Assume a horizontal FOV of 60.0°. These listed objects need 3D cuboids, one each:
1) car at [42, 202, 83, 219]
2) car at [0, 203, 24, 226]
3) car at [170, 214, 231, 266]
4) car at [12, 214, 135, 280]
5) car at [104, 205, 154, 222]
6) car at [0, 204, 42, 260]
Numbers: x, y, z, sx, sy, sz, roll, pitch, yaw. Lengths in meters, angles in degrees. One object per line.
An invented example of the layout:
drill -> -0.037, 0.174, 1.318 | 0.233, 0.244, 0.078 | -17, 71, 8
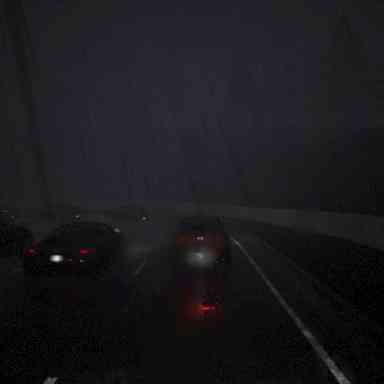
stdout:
car -> -10.756, 1.570, 26.163 | 4.892, 1.490, 1.837 | 0, -2, 28
car -> -14.813, 1.542, 23.688 | 4.902, 1.511, 2.128 | 0, -1, 14
car -> 0.294, 1.544, 11.671 | 1.837, 1.490, 4.892 | 0, 0, 1
car -> -3.236, 1.591, 10.081 | 1.994, 1.385, 4.181 | 0, 0, 2
car -> -5.119, 1.677, 26.424 | 1.895, 1.301, 4.718 | 0, 0, -44
car -> -6.778, 1.374, 10.213 | 2.097, 1.767, 4.553 | 0, 0, 0
